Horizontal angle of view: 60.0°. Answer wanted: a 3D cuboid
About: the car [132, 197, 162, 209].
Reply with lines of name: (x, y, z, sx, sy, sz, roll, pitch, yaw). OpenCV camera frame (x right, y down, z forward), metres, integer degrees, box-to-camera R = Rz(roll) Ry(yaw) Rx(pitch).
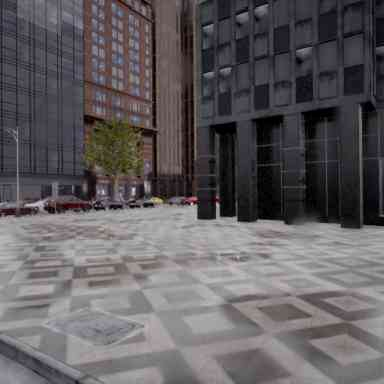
car: (-6.396, 1.508, 43.747, 1.947, 1.339, 4.313, -1, 0, 35)

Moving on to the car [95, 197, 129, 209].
car: (-11.191, 1.536, 46.947, 1.812, 1.442, 4.674, -1, 0, 35)

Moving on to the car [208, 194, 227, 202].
car: (5.833, 1.295, 76.433, 2.192, 1.841, 5.009, -1, 0, 35)

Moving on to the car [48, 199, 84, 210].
car: (-16.612, 1.641, 43.960, 1.802, 1.307, 4.206, -1, 0, 35)

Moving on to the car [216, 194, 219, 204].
car: (3.221, 1.221, 57.664, 2.192, 1.841, 5.009, -1, 0, 35)

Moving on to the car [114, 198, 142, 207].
car: (-10.199, 1.611, 53.237, 1.802, 1.307, 4.206, -1, 0, 35)

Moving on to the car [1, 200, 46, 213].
car: (-19.819, 1.641, 39.321, 1.947, 1.339, 4.313, -1, 0, 35)

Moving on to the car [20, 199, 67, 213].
car: (-17.050, 1.566, 38.482, 1.812, 1.442, 4.674, -1, 0, 34)

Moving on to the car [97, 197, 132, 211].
car: (-9.602, 1.524, 39.109, 1.947, 1.339, 4.313, -1, 0, 35)

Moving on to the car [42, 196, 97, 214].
car: (-12.811, 1.289, 34.472, 2.192, 1.841, 5.009, -1, 0, 35)

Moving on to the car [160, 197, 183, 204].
car: (-3.785, 1.573, 62.516, 1.947, 1.339, 4.313, -1, 0, 35)

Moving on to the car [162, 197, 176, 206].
car: (-1.991, 1.495, 54.720, 2.033, 1.411, 5.357, -1, 0, 35)

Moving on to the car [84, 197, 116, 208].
car: (-13.407, 1.483, 48.598, 1.967, 1.590, 4.097, -1, 0, 35)

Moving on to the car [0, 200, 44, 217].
car: (-16.015, 1.575, 29.832, 1.802, 1.307, 4.206, -1, 0, 35)

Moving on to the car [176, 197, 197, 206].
car: (0.016, 1.461, 53.024, 1.887, 1.381, 4.507, -1, 0, 35)

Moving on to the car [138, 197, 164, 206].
car: (-7.089, 1.543, 57.736, 1.752, 1.417, 4.829, -1, 0, 35)
